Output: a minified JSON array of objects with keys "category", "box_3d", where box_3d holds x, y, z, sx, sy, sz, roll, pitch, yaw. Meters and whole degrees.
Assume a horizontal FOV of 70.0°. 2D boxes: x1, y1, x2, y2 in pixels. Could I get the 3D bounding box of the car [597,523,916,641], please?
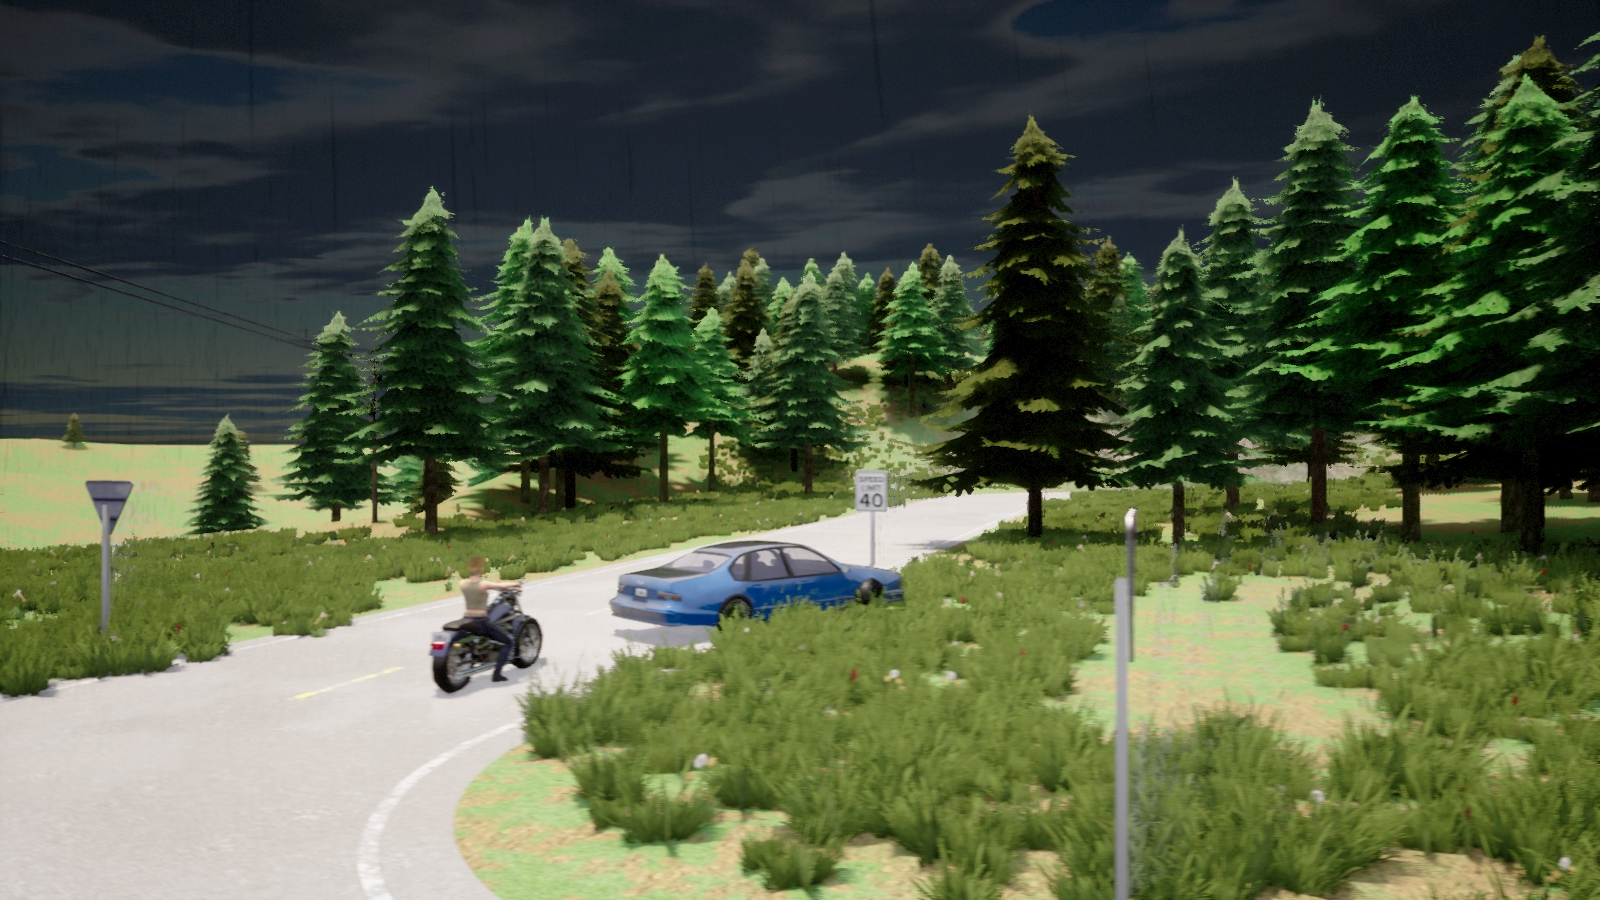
[{"category":"car","box_3d":[-0.594,2.119,19.471,5.357,1.411,2.033,0,0,-42]}]
